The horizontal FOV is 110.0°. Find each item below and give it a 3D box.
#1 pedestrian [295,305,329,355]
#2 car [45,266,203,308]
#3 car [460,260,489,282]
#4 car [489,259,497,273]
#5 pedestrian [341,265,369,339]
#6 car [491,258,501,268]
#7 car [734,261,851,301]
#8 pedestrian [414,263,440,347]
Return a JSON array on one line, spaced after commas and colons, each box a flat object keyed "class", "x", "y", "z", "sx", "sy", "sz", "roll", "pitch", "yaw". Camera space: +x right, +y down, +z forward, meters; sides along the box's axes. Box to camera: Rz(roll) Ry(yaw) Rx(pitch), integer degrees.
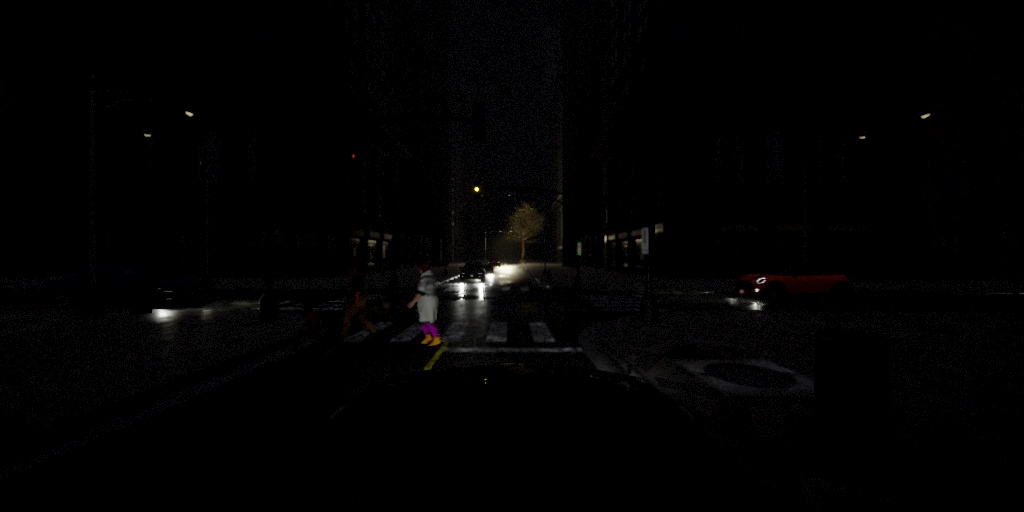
[{"class": "pedestrian", "x": -4.069, "y": 1.041, "z": 7.310, "sx": 0.375, "sy": 1.860, "sz": 0.375, "roll": 0, "pitch": 0, "yaw": 0}, {"class": "car", "x": -14.986, "y": 1.170, "z": 14.018, "sx": 5.008, "sy": 1.535, "sz": 1.882, "roll": 1, "pitch": 0, "yaw": 1}, {"class": "car", "x": -3.100, "y": 1.240, "z": 29.243, "sx": 1.837, "sy": 1.490, "sz": 4.892, "roll": 0, "pitch": 0, "yaw": -2}, {"class": "car", "x": -3.097, "y": 1.336, "z": 42.478, "sx": 1.895, "sy": 1.301, "sz": 4.718, "roll": 0, "pitch": 0, "yaw": 0}, {"class": "pedestrian", "x": -3.731, "y": 1.040, "z": 8.509, "sx": 0.375, "sy": 1.860, "sz": 0.375, "roll": 0, "pitch": 0, "yaw": 0}, {"class": "car", "x": -3.014, "y": 1.099, "z": 62.156, "sx": 2.097, "sy": 1.767, "sz": 4.553, "roll": 0, "pitch": 0, "yaw": 0}, {"class": "car", "x": 13.294, "y": 1.138, "z": 17.217, "sx": 4.553, "sy": 1.767, "sz": 2.097, "roll": 0, "pitch": 0, "yaw": 0}, {"class": "pedestrian", "x": -1.868, "y": 1.040, "z": 7.913, "sx": 0.375, "sy": 1.860, "sz": 0.375, "roll": 0, "pitch": 0, "yaw": 0}]
